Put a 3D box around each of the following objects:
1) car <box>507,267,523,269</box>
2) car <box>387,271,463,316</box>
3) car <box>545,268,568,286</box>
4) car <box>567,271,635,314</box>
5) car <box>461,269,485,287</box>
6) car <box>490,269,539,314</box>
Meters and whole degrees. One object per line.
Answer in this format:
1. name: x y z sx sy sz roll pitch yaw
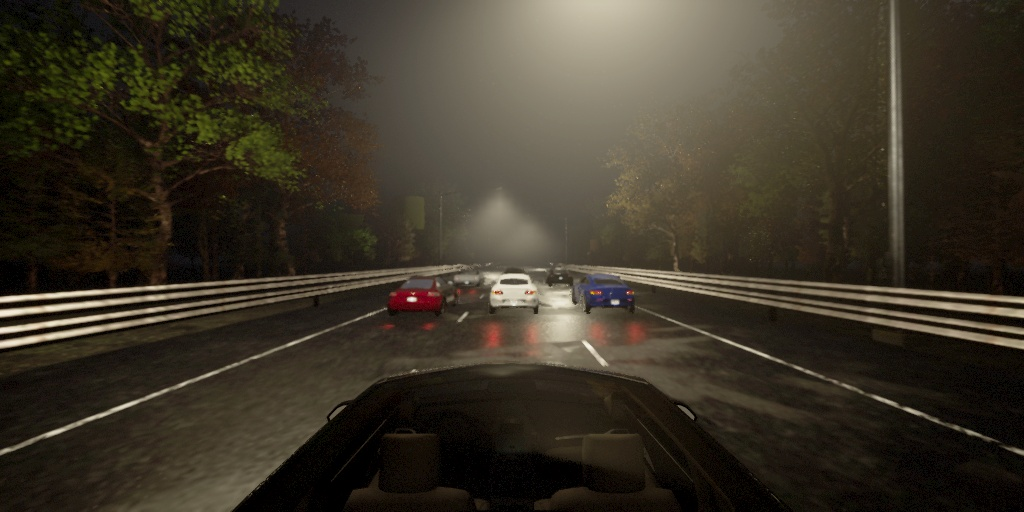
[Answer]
1. car: 0.250 1.613 29.018 1.837 1.490 4.892 0 0 1
2. car: -3.399 1.479 14.311 1.994 1.385 4.181 0 -1 1
3. car: 3.754 1.674 29.179 1.994 1.385 4.181 0 -1 1
4. car: 3.605 1.446 14.703 1.812 1.442 4.674 0 0 1
5. car: -3.265 1.699 28.423 1.895 1.301 4.718 0 -1 1
6. car: 0.106 1.446 14.713 1.812 1.442 4.674 0 -1 1
